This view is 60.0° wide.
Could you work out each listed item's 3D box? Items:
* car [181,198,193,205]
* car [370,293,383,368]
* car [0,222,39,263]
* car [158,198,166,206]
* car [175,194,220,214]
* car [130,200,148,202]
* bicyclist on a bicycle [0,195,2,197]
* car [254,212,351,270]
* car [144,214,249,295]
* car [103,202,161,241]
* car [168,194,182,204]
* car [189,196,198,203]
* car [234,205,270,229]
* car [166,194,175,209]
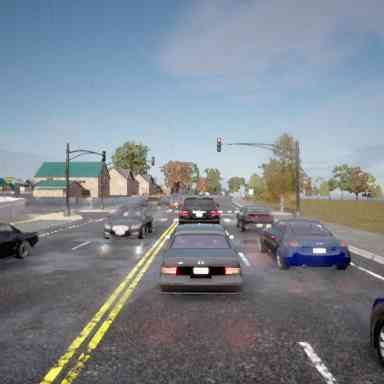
[{"bbox_3d":[-0.900,1.706,61.188,1.895,1.301,4.718,0,0,5],"label":"car"},{"bbox_3d":[3.385,1.353,2.548,2.097,1.767,4.553,0,0,0],"label":"car"},{"bbox_3d":[-6.482,1.608,9.752,1.895,1.301,4.718,0,0,1],"label":"car"},{"bbox_3d":[-4.562,1.658,55.572,1.994,1.385,4.181,0,0,4],"label":"car"},{"bbox_3d":[0.425,1.237,19.106,2.150,2.045,5.566,0,0,1],"label":"car"},{"bbox_3d":[-6.488,1.605,39.799,2.033,1.411,5.357,0,0,19],"label":"car"},{"bbox_3d":[-23.940,1.036,41.330,0.582,1.620,1.656,1,-1,16],"label":"bicyclist on a bicycle"},{"bbox_3d":[3.502,1.570,11.069,1.994,1.385,4.181,0,0,1],"label":"car"},{"bbox_3d":[0.206,1.553,8.859,2.033,1.411,5.357,0,0,1],"label":"car"},{"bbox_3d":[-3.078,1.506,16.956,2.128,1.511,4.902,0,0,1],"label":"car"},{"bbox_3d":[-3.462,1.360,69.467,2.150,2.045,5.566,0,0,4],"label":"car"},{"bbox_3d":[0.386,1.680,76.314,1.812,1.442,4.674,0,0,5],"label":"car"},{"bbox_3d":[3.692,1.520,19.961,1.837,1.490,4.892,0,0,3],"label":"car"},{"bbox_3d":[-1.882,1.420,46.363,2.097,1.767,4.553,0,0,3],"label":"car"}]
